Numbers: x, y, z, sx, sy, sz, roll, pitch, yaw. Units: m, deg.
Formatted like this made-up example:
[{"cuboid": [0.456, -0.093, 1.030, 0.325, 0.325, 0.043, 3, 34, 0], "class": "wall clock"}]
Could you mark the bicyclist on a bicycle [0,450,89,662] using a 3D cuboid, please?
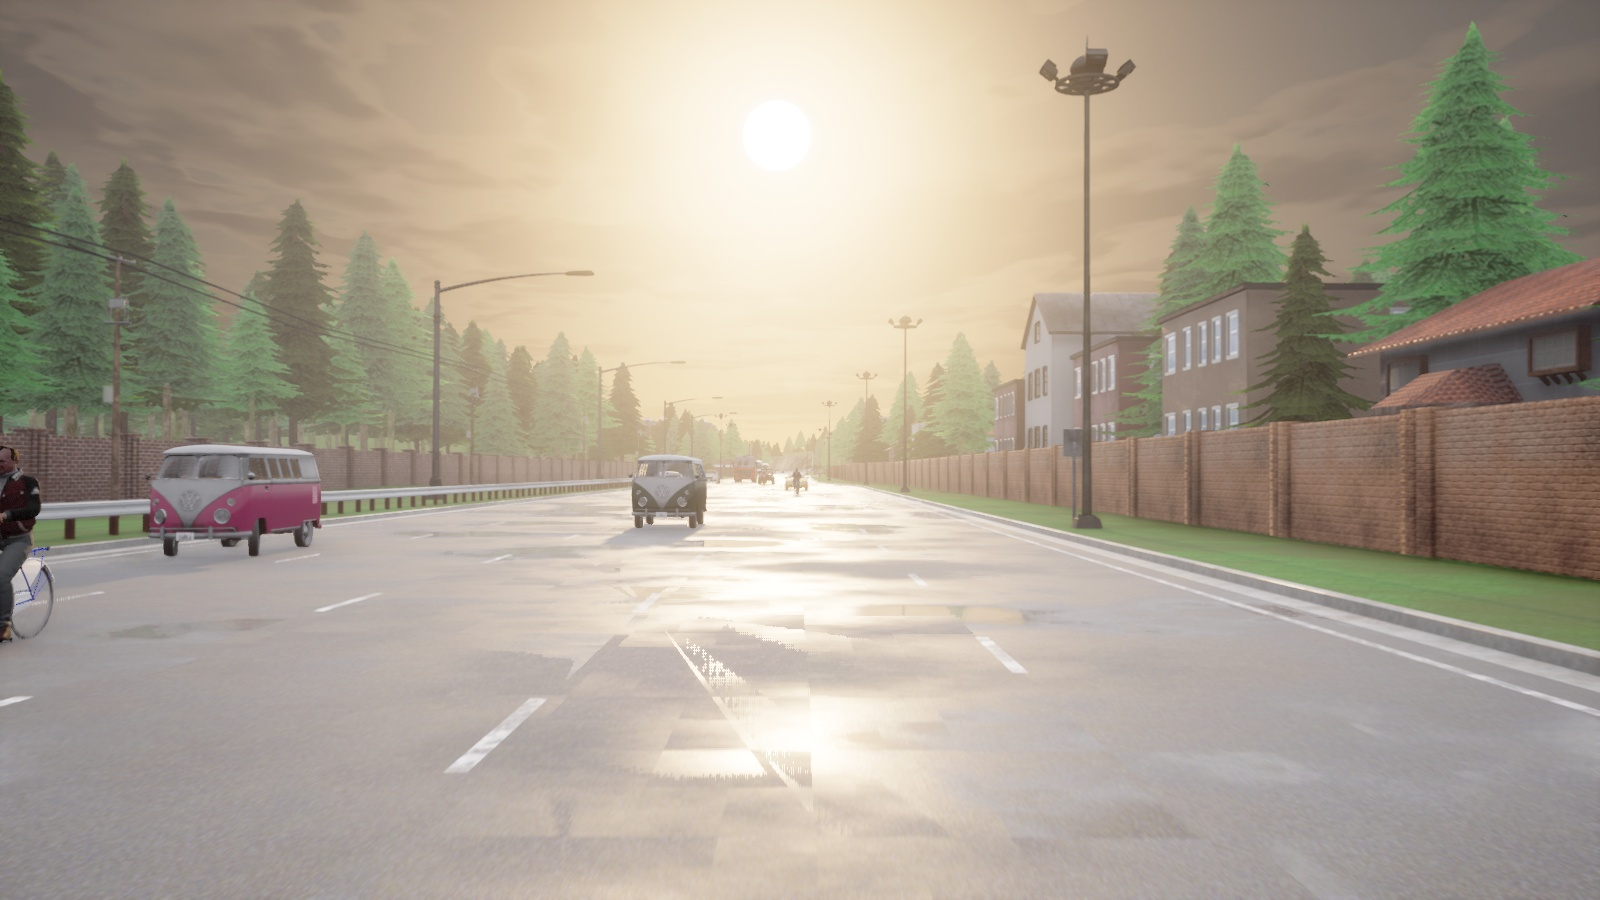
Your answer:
[{"cuboid": [-7.028, 0.896, 10.903, 0.659, 1.776, 1.843, 0, -1, 0], "class": "bicyclist on a bicycle"}]

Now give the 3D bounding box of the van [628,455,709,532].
[{"cuboid": [-3.587, 1.166, 34.894, 1.775, 1.987, 4.442, 0, -1, 0], "class": "van"}]

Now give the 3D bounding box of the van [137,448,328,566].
[{"cuboid": [-10.474, 1.004, 23.569, 1.775, 1.987, 4.442, -1, -1, -3], "class": "van"}]
